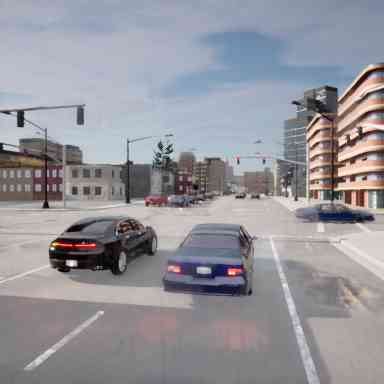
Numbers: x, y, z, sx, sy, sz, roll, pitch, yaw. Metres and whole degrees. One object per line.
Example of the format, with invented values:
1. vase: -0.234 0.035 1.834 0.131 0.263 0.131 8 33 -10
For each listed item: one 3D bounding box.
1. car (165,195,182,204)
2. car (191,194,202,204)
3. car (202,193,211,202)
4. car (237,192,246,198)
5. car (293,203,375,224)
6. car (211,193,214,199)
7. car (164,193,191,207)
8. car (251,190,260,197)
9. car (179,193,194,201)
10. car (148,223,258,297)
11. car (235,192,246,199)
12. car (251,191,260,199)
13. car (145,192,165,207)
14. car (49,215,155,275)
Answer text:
1. car: -3.255 1.238 58.780 1.812 1.442 4.674 0 1 12
2. car: -0.190 1.235 56.257 2.128 1.511 4.902 0 1 11
3. car: 1.763 1.119 65.907 2.033 1.411 5.357 0 1 12
4. car: 12.937 0.753 86.337 1.994 1.385 4.181 0 1 11
5. car: 10.238 1.537 24.272 5.357 1.411 2.033 0 0 10
6. car: 3.804 0.862 76.148 1.882 1.535 5.008 0 1 11
7. car: -1.949 1.223 47.347 2.097 1.767 4.553 0 1 11
8. car: 16.341 0.464 85.506 2.097 1.767 4.553 0 1 11
9. car: -1.135 1.073 69.154 2.033 1.411 5.357 0 1 11
10. car: 0.707 1.547 8.818 2.033 1.411 5.357 0 0 11
11. car: 11.006 0.952 76.488 1.895 1.301 4.718 0 1 11
12. car: 14.338 0.881 75.302 2.128 1.511 4.902 0 1 11
13. car: -5.157 1.080 49.222 2.150 2.045 5.566 0 1 11
14. car: -2.510 1.505 10.562 1.837 1.490 4.892 0 0 11
